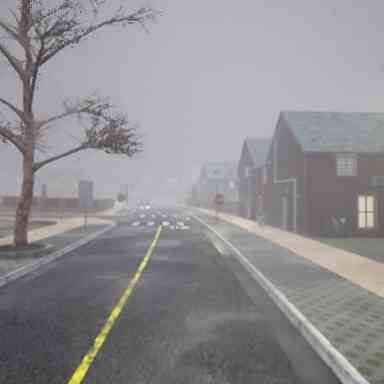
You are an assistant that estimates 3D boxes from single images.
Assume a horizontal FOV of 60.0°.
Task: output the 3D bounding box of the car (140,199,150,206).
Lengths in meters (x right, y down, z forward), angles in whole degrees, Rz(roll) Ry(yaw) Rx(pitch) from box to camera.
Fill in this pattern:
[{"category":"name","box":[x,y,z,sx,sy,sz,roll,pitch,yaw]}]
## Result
[{"category":"car","box":[-9.767,2.095,68.319,2.128,1.511,4.902,0,-1,-11]}]
